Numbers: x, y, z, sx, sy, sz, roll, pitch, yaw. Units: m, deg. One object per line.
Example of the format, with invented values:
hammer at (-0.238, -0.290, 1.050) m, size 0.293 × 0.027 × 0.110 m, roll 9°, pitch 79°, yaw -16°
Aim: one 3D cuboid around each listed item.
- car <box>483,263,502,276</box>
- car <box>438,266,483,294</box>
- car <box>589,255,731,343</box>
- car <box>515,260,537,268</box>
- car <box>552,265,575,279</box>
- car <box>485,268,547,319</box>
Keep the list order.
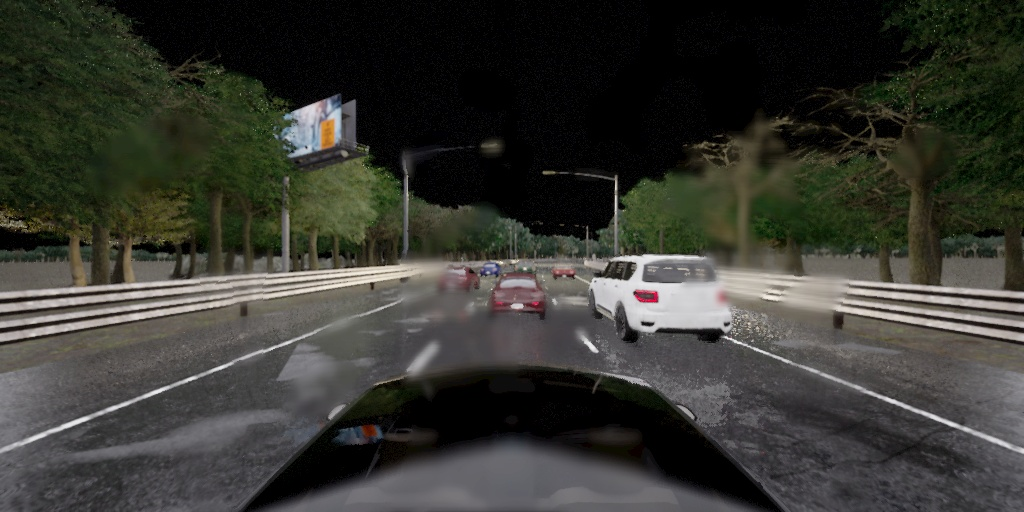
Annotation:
car at (-2.057, 1.420, 35.919) m, size 1.812 × 1.442 × 4.674 m, roll 0°, pitch 0°, yaw 5°
car at (-2.994, 1.354, 20.702) m, size 1.812 × 1.442 × 4.674 m, roll 0°, pitch 0°, yaw 2°
car at (3.661, 1.006, 9.971) m, size 2.150 × 2.045 × 5.566 m, roll 0°, pitch 0°, yaw 1°
car at (1.367, 1.242, 34.792) m, size 2.097 × 1.767 × 4.553 m, roll 0°, pitch 0°, yaw 4°
car at (4.773, 1.484, 33.600) m, size 1.895 × 1.301 × 4.718 m, roll 0°, pitch 0°, yaw 4°
car at (0.234, 1.320, 12.934) m, size 1.812 × 1.442 × 4.674 m, roll 0°, pitch 0°, yaw 1°
